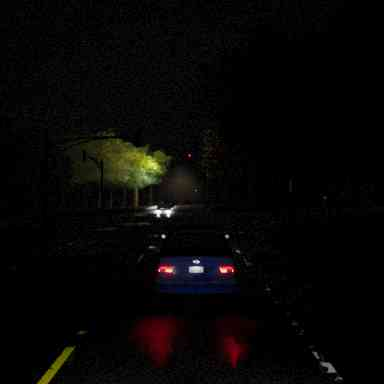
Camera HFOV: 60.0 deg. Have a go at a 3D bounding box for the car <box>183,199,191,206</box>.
[{"bbox_3d":[-1.269,2.515,80.553,1.837,1.490,4.892,0,-2,-1],"label":"car"}]

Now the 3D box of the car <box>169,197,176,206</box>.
[{"bbox_3d":[-4.355,1.896,58.875,2.097,1.767,4.553,0,-1,-1],"label":"car"}]

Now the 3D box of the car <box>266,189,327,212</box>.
[{"bbox_3d":[9.767,0.789,31.373,5.566,2.045,2.150,-2,0,12],"label":"car"}]

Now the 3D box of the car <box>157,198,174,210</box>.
[{"bbox_3d":[-4.170,1.988,49.771,1.895,1.301,4.718,0,-1,-1],"label":"car"}]

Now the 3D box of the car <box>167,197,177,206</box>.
[{"bbox_3d":[-4.741,2.206,79.285,2.150,2.045,5.566,0,-1,-1],"label":"car"}]

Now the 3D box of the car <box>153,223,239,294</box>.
[{"bbox_3d":[0.089,1.548,8.940,2.033,1.411,5.357,0,0,0],"label":"car"}]

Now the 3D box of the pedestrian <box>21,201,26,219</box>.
[{"bbox_3d":[-18.091,1.909,35.611,0.375,1.860,0.375,0,1,2],"label":"pedestrian"}]
